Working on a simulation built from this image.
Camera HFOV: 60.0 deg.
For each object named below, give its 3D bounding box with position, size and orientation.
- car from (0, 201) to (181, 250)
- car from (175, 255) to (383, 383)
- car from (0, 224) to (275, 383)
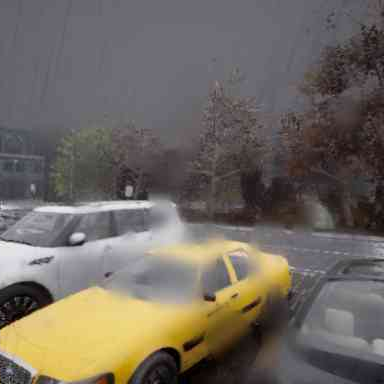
[{"bbox_3d":[-2.302,1.238,6.755,2.435,2.045,5.566,0,0,36],"label":"car"},{"bbox_3d":[2.232,1.481,3.548,2.231,1.521,4.892,0,0,36],"label":"car"},{"bbox_3d":[-0.132,1.482,5.014,1.946,1.575,5.366,0,0,36],"label":"car"}]
